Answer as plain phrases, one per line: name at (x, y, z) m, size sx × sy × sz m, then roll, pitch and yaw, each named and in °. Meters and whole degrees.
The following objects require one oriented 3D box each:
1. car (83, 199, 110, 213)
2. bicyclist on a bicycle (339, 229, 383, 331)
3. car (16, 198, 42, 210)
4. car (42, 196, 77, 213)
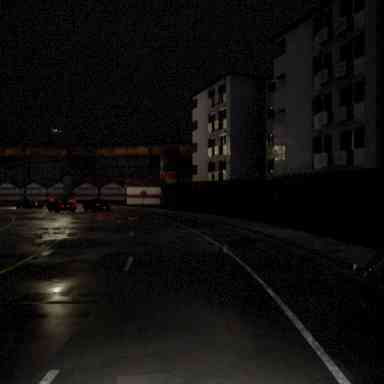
car at (-10.600, 1.464, 36.971) m, size 1.812 × 1.442 × 4.674 m, roll 0°, pitch 0°, yaw -36°
bicyclist on a bicycle at (3.173, 1.420, 5.307) m, size 1.656 × 1.620 × 0.582 m, roll 0°, pitch 0°, yaw 0°
car at (-20.928, 1.493, 42.798) m, size 4.181 × 1.385 × 1.994 m, roll 0°, pitch 0°, yaw 40°
car at (-14.207, 1.487, 36.046) m, size 2.033 × 1.411 × 5.357 m, roll 0°, pitch 0°, yaw -38°
